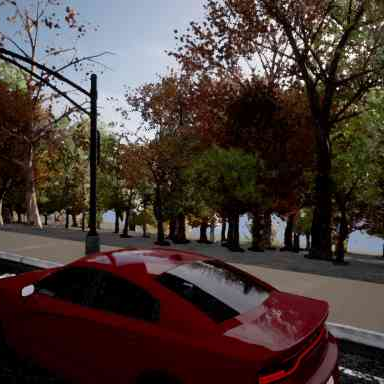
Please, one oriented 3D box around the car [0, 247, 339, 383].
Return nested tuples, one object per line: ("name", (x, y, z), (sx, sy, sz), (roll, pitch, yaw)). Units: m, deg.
("car", (-0.849, 1.477, 4.283), (5.008, 1.535, 1.882), (0, 0, 35))
